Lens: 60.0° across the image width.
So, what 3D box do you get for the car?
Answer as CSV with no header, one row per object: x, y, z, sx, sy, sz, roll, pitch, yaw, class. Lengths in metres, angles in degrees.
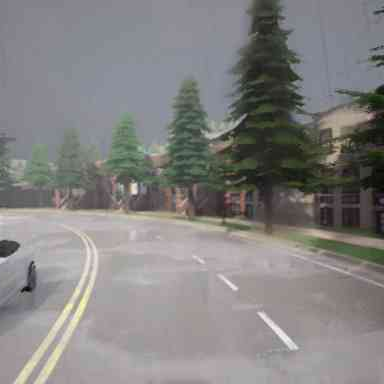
-4.398,1.601,6.378,1.812,1.442,4.674,0,0,-10,car
